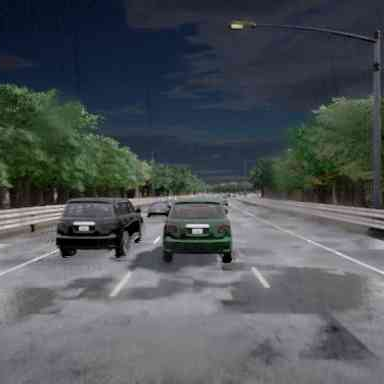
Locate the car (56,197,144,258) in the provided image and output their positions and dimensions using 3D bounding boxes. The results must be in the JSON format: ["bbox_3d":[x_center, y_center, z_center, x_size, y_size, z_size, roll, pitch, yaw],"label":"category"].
[{"bbox_3d":[-3.297,1.213,12.948,2.150,2.045,5.566,0,0,1],"label":"car"}]

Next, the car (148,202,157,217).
[{"bbox_3d":[-2.885,1.577,30.928,1.994,1.385,4.181,0,0,2],"label":"car"}]

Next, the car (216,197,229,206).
[{"bbox_3d":[5.208,1.681,57.421,2.033,1.411,5.357,0,0,3],"label":"car"}]

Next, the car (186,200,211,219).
[{"bbox_3d":[0.596,1.505,30.307,2.128,1.511,4.902,0,0,2],"label":"car"}]

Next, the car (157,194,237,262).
[{"bbox_3d":[0.194,1.215,12.223,2.150,2.045,5.566,0,0,1],"label":"car"}]
